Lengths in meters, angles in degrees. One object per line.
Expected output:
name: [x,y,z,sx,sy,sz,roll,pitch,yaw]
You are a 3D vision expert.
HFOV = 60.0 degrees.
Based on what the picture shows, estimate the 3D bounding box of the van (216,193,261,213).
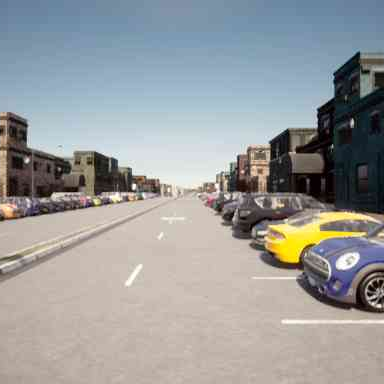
van: [4.827,1.091,34.708,4.442,1.987,1.878,0,0,0]

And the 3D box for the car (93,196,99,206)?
car: [-15.480,1.360,44.600,4.674,1.452,2.002,0,0,0]

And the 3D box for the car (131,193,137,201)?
car: [-15.319,1.383,72.172,5.366,1.575,1.946,0,0,0]

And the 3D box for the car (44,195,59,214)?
car: [-15.466,1.329,30.816,4.892,1.521,2.231,0,0,0]

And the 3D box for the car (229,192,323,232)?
car: [4.739,1.123,15.253,5.566,2.045,2.435,0,0,0]

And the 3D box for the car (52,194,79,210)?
car: [-15.470,1.323,36.330,4.892,1.521,2.231,0,0,0]

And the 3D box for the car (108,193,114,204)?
car: [-15.518,1.358,52.873,4.792,1.488,2.163,0,0,0]

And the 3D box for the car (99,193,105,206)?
car: [-15.670,1.319,47.359,5.366,1.575,1.946,0,0,0]

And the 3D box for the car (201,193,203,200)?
car: [4.681,1.063,54.161,5.566,2.045,2.435,0,0,0]

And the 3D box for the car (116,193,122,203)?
car: [-15.499,1.339,58.387,5.008,1.535,2.097,0,0,0]

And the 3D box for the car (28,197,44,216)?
car: [-15.438,1.207,28.059,4.553,1.767,2.185,0,0,0]

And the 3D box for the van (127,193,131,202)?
van: [-15.619,1.148,69.414,4.442,1.987,1.878,0,0,0]

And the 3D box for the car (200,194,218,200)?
car: [4.703,1.453,93.069,4.892,1.521,2.231,0,0,0]

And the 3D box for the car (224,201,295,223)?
car: [4.707,1.383,23.657,4.674,1.452,2.002,0,0,0]

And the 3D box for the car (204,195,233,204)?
car: [4.703,1.326,59.719,4.892,1.521,2.231,0,0,0]

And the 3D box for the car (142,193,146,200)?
car: [-15.544,1.201,85.961,5.566,2.045,2.435,0,0,0]

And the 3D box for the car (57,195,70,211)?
car: [-15.468,1.325,33.573,4.892,1.521,2.231,0,0,0]

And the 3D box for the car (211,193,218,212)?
car: [4.738,1.077,29.150,5.566,2.045,2.435,0,0,0]

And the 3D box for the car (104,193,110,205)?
car: [-15.481,1.326,50.115,4.892,1.521,2.231,0,0,0]

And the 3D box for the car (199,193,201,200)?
car: [4.705,1.369,73.612,5.008,1.535,2.097,0,0,0]

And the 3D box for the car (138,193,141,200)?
car: [-15.517,1.425,80.444,5.008,1.535,2.097,0,0,0]

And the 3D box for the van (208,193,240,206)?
van: [4.593,1.084,48.603,4.442,1.987,1.878,0,0,0]

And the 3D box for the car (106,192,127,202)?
car: [-15.524,1.095,61.144,5.566,2.045,2.435,0,0,0]

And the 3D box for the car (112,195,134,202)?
car: [-15.504,1.439,74.930,4.674,1.452,2.002,0,0,0]

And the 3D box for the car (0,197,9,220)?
car: [-15.496,1.220,22.544,4.553,1.767,2.185,0,0,0]

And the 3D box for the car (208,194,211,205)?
car: [4.680,1.340,40.267,4.792,1.488,2.163,0,0,0]

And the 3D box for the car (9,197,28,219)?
car: [-15.499,1.213,25.301,4.553,1.767,2.185,0,0,0]

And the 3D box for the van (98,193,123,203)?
van: [-15.614,1.130,63.902,4.442,1.987,1.878,0,0,0]

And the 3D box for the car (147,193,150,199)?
car: [-15.550,1.238,94.236,5.566,2.045,2.435,0,0,0]

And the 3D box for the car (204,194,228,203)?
car: [4.678,1.214,65.277,4.553,1.767,2.185,0,0,0]

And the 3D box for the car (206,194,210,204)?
car: [4.703,1.311,43.045,4.892,1.521,2.231,0,0,0]

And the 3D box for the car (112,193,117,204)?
car: [-15.494,1.373,55.629,4.674,1.452,2.002,0,0,0]

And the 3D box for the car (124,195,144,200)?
car: [-15.512,1.465,88.843,5.008,1.535,2.097,0,0,0]

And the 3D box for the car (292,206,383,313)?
car: [4.741,1.282,6.917,4.553,1.767,2.185,0,0,0]

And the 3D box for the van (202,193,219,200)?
van: [4.826,1.204,87.511,4.442,1.987,1.878,0,0,0]

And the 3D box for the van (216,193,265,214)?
van: [4.593,1.095,31.930,4.442,1.987,1.878,0,0,0]

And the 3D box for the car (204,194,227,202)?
car: [4.678,1.222,68.058,4.553,1.767,2.185,0,0,0]

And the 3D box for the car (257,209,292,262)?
car: [4.704,1.395,9.822,5.008,1.535,2.097,0,0,0]

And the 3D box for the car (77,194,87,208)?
car: [-15.472,1.321,39.086,4.892,1.521,2.231,0,0,0]

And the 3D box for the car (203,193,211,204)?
car: [4.681,1.057,45.826,5.566,2.045,2.435,0,0,0]

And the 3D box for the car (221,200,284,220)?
car: [4.707,1.375,26.372,4.674,1.452,2.002,0,0,0]

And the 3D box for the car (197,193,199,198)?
car: [4.524,1.402,81.951,5.366,1.575,1.946,0,0,0]

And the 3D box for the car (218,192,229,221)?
car: [4.681,1.101,20.938,5.566,2.045,2.435,0,0,0]

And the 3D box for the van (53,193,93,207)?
van: [-15.363,1.094,41.967,4.442,1.987,1.878,0,0,0]

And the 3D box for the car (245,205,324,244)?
car: [4.716,1.386,12.476,4.892,1.521,2.231,0,0,0]
